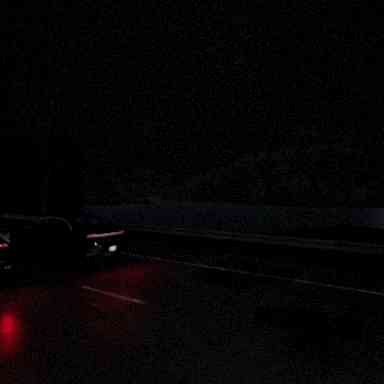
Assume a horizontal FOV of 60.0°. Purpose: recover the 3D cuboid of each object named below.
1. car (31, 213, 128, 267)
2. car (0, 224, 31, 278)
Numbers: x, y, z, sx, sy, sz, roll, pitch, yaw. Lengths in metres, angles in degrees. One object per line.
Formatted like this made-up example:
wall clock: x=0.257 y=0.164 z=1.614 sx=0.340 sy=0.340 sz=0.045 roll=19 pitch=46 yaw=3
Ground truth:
car: x=-4.354 y=1.478 z=11.393 sx=4.902 sy=1.511 sz=2.128 roll=0 pitch=0 yaw=36
car: x=-6.608 y=1.478 z=8.703 sx=4.902 sy=1.511 sz=2.128 roll=0 pitch=0 yaw=35
